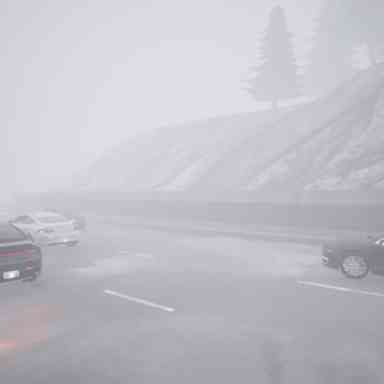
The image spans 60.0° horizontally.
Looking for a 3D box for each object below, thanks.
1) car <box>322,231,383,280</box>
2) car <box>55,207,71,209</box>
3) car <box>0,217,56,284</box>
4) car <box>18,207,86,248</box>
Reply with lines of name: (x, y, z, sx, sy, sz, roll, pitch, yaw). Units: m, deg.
car: (5.913, 1.537, 8.468, 4.892, 1.490, 1.837, 0, 0, 36)
car: (-8.272, 1.599, 20.348, 4.181, 1.385, 1.994, 0, 0, 44)
car: (-5.723, 1.517, 8.660, 4.892, 1.490, 1.837, 0, 0, 40)
car: (-6.436, 1.549, 13.878, 4.674, 1.442, 1.812, 0, 0, 41)
